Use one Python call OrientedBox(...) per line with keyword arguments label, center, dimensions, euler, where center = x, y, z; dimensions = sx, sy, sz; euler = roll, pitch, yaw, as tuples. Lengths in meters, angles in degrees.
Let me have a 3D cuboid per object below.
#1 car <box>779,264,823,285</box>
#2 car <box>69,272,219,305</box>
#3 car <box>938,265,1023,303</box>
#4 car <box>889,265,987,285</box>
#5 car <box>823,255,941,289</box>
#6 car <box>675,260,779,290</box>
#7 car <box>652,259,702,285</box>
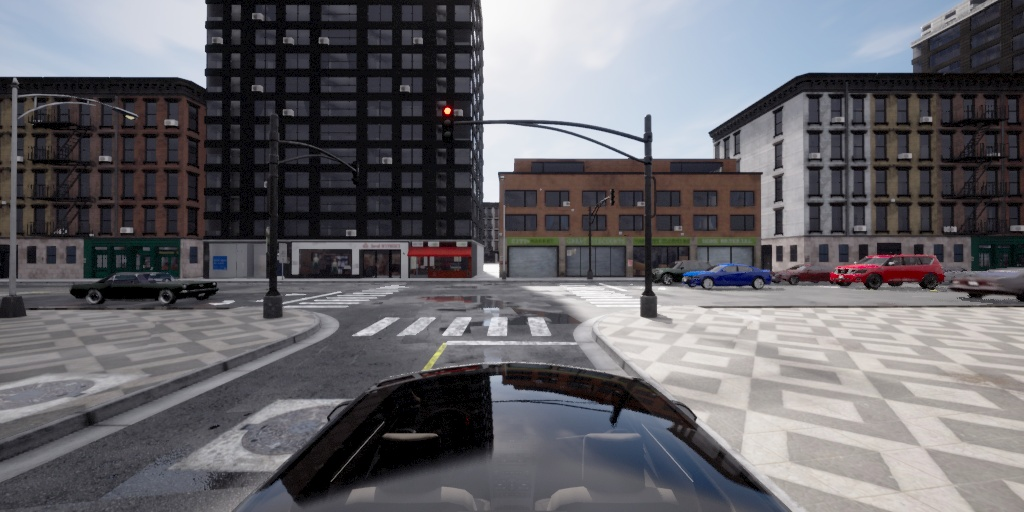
OrientedBox(label="car", center=(20.784, 1.272, 25.303), dimensions=(4.674, 1.442, 1.812), euler=(0, 0, 0))
OrientedBox(label="car", center=(-15.389, 1.338, 15.235), dimensions=(4.718, 1.301, 1.895), euler=(0, 0, 0))
OrientedBox(label="car", center=(22.260, 1.210, 15.371), dimensions=(5.357, 1.411, 2.033), euler=(0, 0, 0))
OrientedBox(label="car", center=(29.988, 1.328, 25.341), dimensions=(4.718, 1.301, 1.895), euler=(0, 0, 0))
OrientedBox(label="car", center=(23.022, 0.936, 22.076), dimensions=(5.566, 2.045, 2.150), euler=(0, 0, 0))
OrientedBox(label="car", center=(13.096, 1.213, 22.031), dimensions=(5.008, 1.535, 1.882), euler=(0, 0, -2))
OrientedBox(label="car", center=(11.957, 1.116, 25.289), dimensions=(4.553, 1.767, 2.097), euler=(0, 0, 0))
